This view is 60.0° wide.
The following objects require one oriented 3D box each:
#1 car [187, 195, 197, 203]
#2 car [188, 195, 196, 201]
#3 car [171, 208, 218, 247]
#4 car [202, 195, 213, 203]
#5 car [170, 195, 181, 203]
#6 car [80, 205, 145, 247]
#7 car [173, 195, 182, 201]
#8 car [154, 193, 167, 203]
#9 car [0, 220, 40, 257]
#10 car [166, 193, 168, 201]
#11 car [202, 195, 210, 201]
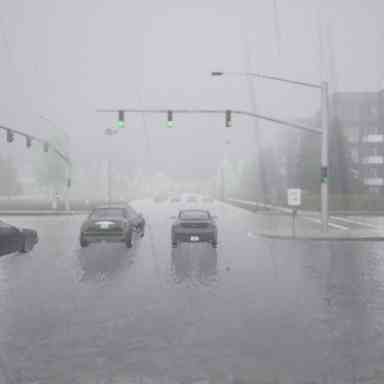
[{"bbox_3d":[-0.042,1.552,71.028,1.994,1.385,4.181,0,0,0],"label":"car"},{"bbox_3d":[-0.049,1.422,81.029,1.837,1.490,4.892,0,0,0],"label":"car"},{"bbox_3d":[0.097,1.505,14.948,1.837,1.490,4.892,0,0,0],"label":"car"},{"bbox_3d":[3.459,1.478,70.614,1.882,1.535,5.008,0,0,0],"label":"car"},{"bbox_3d":[-3.542,1.595,71.056,1.895,1.301,4.718,0,0,0],"label":"car"},{"bbox_3d":[-3.403,1.352,15.062,2.097,1.767,4.553,0,0,0],"label":"car"},{"bbox_3d":[-3.549,1.461,81.027,2.033,1.411,5.357,0,0,0],"label":"car"},{"bbox_3d":[-7.041,1.525,70.607,2.128,1.511,4.902,0,0,0],"label":"car"},{"bbox_3d":[-6.903,1.547,10.583,2.033,1.411,5.357,0,0,0],"label":"car"},{"bbox_3d":[-7.049,1.147,81.054,2.150,2.045,5.566,0,0,0],"label":"car"},{"bbox_3d":[3.451,1.446,81.032,1.812,1.442,4.674,0,0,0],"label":"car"}]
